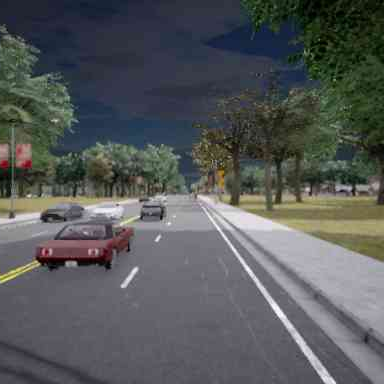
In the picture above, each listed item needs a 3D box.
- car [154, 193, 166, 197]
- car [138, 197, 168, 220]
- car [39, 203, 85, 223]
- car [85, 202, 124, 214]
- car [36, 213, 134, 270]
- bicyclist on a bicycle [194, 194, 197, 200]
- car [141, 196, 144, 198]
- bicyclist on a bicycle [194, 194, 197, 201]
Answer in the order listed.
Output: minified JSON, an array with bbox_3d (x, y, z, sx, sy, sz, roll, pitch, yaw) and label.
[{"bbox_3d":[-6.510,1.198,68.071,2.150,2.045,5.566,0,0,0],"label":"car"},{"bbox_3d":[-3.157,1.472,27.871,2.128,1.511,4.902,0,0,0],"label":"car"},{"bbox_3d":[-9.853,1.529,25.843,2.033,1.411,5.357,0,0,0],"label":"car"},{"bbox_3d":[-6.595,1.507,26.287,1.812,1.442,4.674,0,0,0],"label":"car"},{"bbox_3d":[-3.154,1.593,10.914,1.895,1.301,4.718,0,0,0],"label":"car"},{"bbox_3d":[0.882,1.347,77.532,0.659,1.776,1.843,0,0,0],"label":"bicyclist on a bicycle"},{"bbox_3d":[-9.760,1.569,68.074,1.895,1.301,4.718,0,0,0],"label":"car"},{"bbox_3d":[0.881,1.349,86.533,0.659,1.776,1.843,0,0,0],"label":"bicyclist on a bicycle"}]
